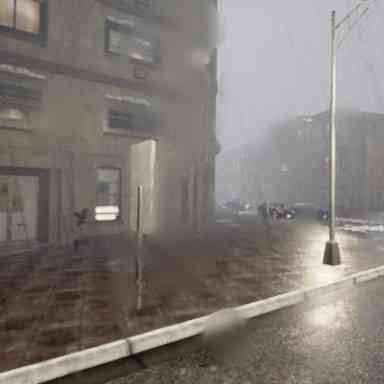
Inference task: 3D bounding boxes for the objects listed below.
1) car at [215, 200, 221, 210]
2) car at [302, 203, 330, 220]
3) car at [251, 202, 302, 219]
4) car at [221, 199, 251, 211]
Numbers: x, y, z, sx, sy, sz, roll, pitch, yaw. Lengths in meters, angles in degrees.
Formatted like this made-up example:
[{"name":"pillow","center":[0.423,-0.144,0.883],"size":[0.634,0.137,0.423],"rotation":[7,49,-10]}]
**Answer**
[{"name":"car","center":[2.670,1.653,44.882],"size":[1.802,1.307,4.206],"rotation":[1,-1,-16]},{"name":"car","center":[9.920,1.641,28.404],"size":[1.895,1.301,4.718],"rotation":[1,0,-16]},{"name":"car","center":[7.222,1.571,28.885],"size":[1.947,1.339,4.313],"rotation":[1,-1,-16]},{"name":"car","center":[5.960,1.590,42.357],"size":[2.128,1.511,4.902],"rotation":[1,-1,-16]}]
